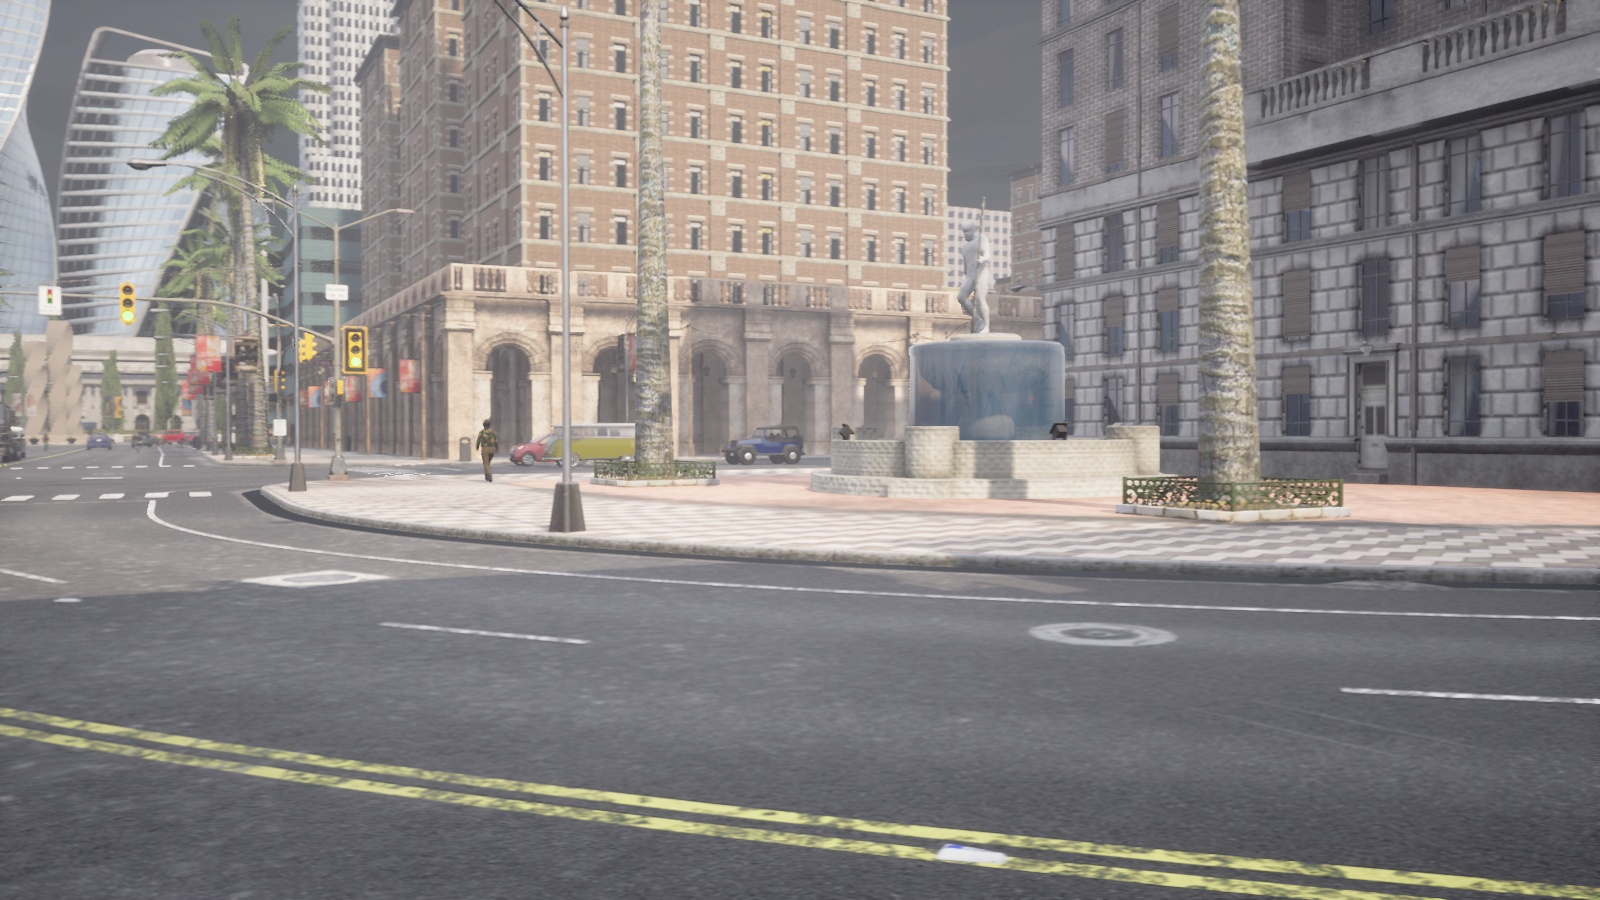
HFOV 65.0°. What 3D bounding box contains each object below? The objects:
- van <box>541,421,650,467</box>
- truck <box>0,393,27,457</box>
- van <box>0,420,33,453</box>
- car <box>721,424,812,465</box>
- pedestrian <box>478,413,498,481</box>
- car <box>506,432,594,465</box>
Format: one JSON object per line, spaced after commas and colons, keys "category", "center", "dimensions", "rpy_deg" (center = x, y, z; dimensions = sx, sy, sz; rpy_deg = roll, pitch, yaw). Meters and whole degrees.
{"category": "van", "center": [-9.064, -0.287, 55.787], "dimensions": [4.442, 1.987, 1.775], "rpy_deg": [0, 1, -26]}
{"category": "truck", "center": [-45.706, -1.398, 70.857], "dimensions": [2.891, 3.462, 7.936], "rpy_deg": [0, 1, -27]}
{"category": "van", "center": [-50.173, -0.843, 79.780], "dimensions": [2.069, 2.038, 4.480], "rpy_deg": [0, 1, -27]}
{"category": "car", "center": [-1.594, -0.270, 59.566], "dimensions": [3.866, 1.878, 1.905], "rpy_deg": [0, 1, -26]}
{"category": "pedestrian", "center": [-8.885, -0.085, 35.766], "dimensions": [0.395, 1.930, 0.692], "rpy_deg": [0, 1, -28]}
{"category": "car", "center": [-11.641, -0.076, 58.433], "dimensions": [3.633, 1.501, 1.845], "rpy_deg": [0, 1, -27]}
